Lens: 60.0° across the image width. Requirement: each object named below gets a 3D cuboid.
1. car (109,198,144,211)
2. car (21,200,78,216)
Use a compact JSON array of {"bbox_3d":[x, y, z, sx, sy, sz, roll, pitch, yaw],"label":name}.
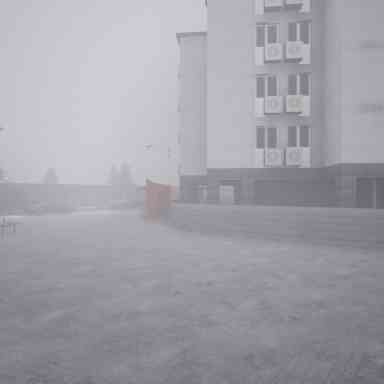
[{"bbox_3d":[-8.161,1.478,41.712,1.882,1.535,5.008,0,0,35],"label":"car"},{"bbox_3d":[-14.135,1.547,33.379,2.033,1.411,5.357,0,0,36],"label":"car"}]
